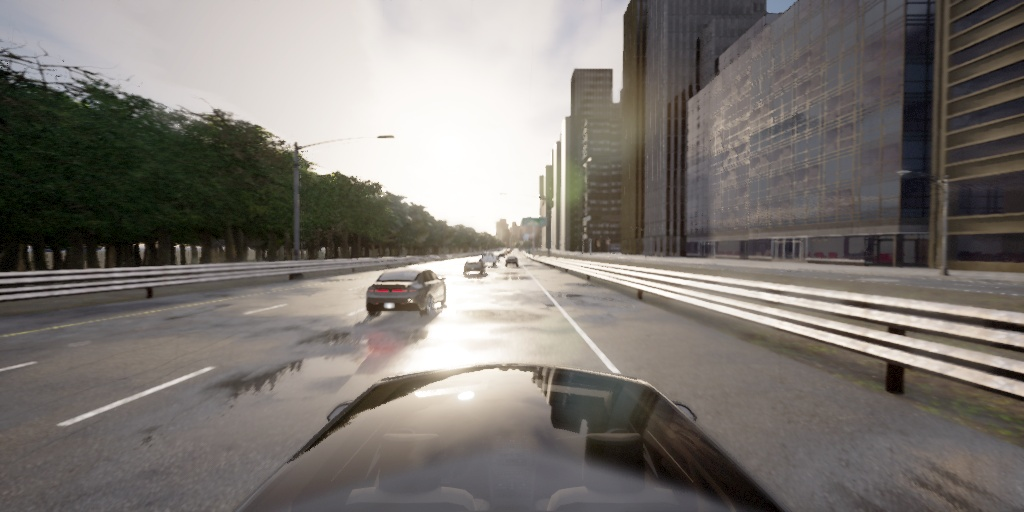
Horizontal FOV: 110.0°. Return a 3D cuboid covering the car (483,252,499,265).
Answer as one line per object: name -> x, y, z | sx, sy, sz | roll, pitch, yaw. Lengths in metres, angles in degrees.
car -> -3.668, 0.418, 57.056 | 2.150, 2.045, 5.566 | 0, 1, 0

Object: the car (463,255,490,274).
car -> -3.564, 0.919, 34.667 | 2.128, 1.511, 4.902 | 0, 1, 0

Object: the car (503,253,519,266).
car -> -0.054, 0.724, 54.743 | 1.837, 1.490, 4.892 | 0, 1, 0

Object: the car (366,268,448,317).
car -> -3.508, 1.150, 12.673 | 1.837, 1.490, 4.892 | 0, 1, 0
